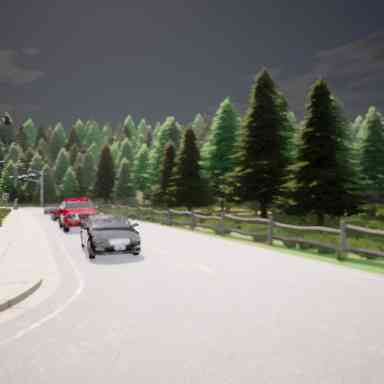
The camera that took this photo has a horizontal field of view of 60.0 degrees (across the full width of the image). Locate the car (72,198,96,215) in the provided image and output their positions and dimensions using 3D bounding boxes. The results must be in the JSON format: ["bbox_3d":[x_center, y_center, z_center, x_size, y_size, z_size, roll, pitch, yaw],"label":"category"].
[{"bbox_3d":[-14.239,1.822,43.548,2.150,2.045,5.566,0,-1,-27],"label":"car"}]

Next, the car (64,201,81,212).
[{"bbox_3d":[-18.964,2.222,52.705,1.882,1.535,5.008,0,-1,-27],"label":"car"}]

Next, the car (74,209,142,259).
[{"bbox_3d":[-3.395,1.653,13.537,2.128,1.511,4.902,0,-1,-23],"label":"car"}]

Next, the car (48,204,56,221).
[{"bbox_3d":[-12.368,2.053,31.894,1.895,1.301,4.718,0,-1,-27],"label":"car"}]

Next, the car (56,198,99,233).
[{"bbox_3d":[-7.744,1.524,22.703,2.150,2.045,5.566,0,-1,-26],"label":"car"}]

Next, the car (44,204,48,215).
[{"bbox_3d":[-18.113,2.231,43.255,1.895,1.301,4.718,0,-1,-26],"label":"car"}]
